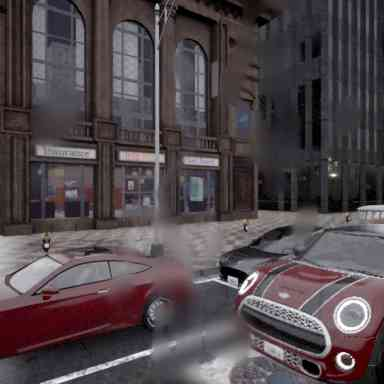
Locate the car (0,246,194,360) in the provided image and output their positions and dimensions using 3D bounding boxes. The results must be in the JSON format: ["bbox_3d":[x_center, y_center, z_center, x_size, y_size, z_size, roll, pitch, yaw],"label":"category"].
[{"bbox_3d":[-1.912,1.582,5.284,4.206,1.307,1.802,0,0,-35],"label":"car"}]

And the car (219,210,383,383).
[{"bbox_3d":[2.833,1.352,5.386,4.553,1.767,2.097,0,0,-35],"label":"car"}]

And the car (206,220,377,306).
[{"bbox_3d":[2.670,1.566,8.535,4.313,1.339,1.947,0,0,-35],"label":"car"}]

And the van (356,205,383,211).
[{"bbox_3d":[7.252,1.341,11.787,3.998,1.788,1.690,0,0,-35],"label":"van"}]
